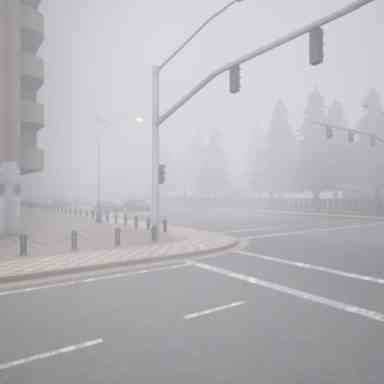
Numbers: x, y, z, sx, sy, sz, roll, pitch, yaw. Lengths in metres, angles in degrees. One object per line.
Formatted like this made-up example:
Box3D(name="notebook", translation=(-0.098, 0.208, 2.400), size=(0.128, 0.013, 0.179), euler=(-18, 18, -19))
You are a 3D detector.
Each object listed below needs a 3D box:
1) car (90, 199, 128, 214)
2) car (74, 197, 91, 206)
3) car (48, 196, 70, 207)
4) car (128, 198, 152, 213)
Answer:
Box3D(name="car", translation=(-9.053, 1.598, 36.092), size=(1.994, 1.385, 4.181), euler=(0, 0, -36))
Box3D(name="car", translation=(-17.757, 1.526, 54.258), size=(1.882, 1.535, 5.008), euler=(0, 0, -36))
Box3D(name="car", translation=(-20.575, 1.655, 52.183), size=(1.895, 1.301, 4.718), euler=(0, 0, -36))
Box3D(name="car", translation=(-6.420, 1.533, 38.423), size=(1.837, 1.490, 4.892), euler=(0, 0, -36))
